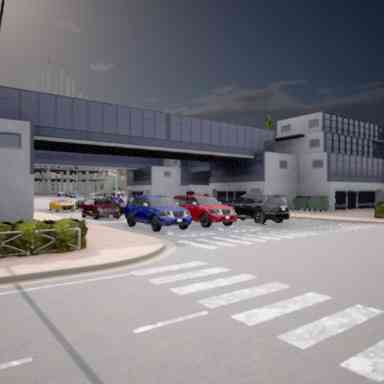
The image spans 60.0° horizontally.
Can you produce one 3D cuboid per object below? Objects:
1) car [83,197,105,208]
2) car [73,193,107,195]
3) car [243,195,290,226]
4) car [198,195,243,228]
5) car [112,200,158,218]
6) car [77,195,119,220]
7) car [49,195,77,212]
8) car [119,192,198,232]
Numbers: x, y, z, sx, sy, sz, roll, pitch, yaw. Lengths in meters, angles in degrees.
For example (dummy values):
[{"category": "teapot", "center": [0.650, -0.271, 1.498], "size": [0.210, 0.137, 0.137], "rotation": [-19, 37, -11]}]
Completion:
[{"category": "car", "center": [-14.956, 1.525, 50.448], "size": [1.812, 1.442, 4.674], "rotation": [0, 0, -35]}, {"category": "car", "center": [-12.736, 1.351, 41.172], "size": [2.097, 1.767, 4.553], "rotation": [0, 0, -36]}, {"category": "car", "center": [4.399, 1.220, 24.032], "size": [2.150, 2.045, 5.566], "rotation": [0, 0, -37]}, {"category": "car", "center": [0.570, 1.221, 22.777], "size": [2.150, 2.045, 5.566], "rotation": [0, 0, -36]}, {"category": "car", "center": [-5.442, 1.547, 31.068], "size": [2.033, 1.411, 5.357], "rotation": [0, 0, -36]}, {"category": "car", "center": [-7.781, 1.351, 28.333], "size": [2.097, 1.767, 4.553], "rotation": [0, 0, -36]}, {"category": "car", "center": [-15.103, 1.477, 38.469], "size": [1.882, 1.535, 5.008], "rotation": [0, 0, -36]}, {"category": "car", "center": [-2.275, 1.221, 20.696], "size": [2.150, 2.045, 5.566], "rotation": [0, 0, -35]}]
